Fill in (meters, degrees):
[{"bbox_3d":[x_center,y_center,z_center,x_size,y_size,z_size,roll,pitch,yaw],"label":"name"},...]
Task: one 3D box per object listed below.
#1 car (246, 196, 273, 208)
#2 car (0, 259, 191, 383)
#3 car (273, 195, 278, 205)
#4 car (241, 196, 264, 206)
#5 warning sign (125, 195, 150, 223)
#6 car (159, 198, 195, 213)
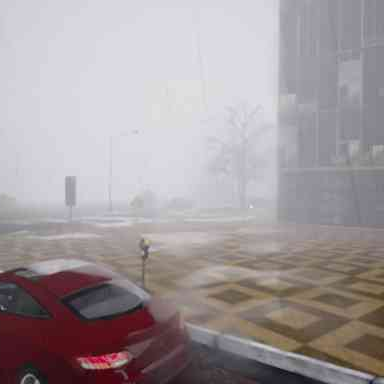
[{"bbox_3d":[9.373,1.465,47.106,1.812,1.442,4.674,1,1,35],"label":"car"},{"bbox_3d":[-1.950,1.580,4.411,4.206,1.307,1.802,0,1,35],"label":"car"},{"bbox_3d":[14.923,1.273,55.287,2.097,1.767,4.553,1,1,34],"label":"car"},{"bbox_3d":[9.634,1.429,52.879,1.812,1.442,4.674,1,1,34],"label":"car"},{"bbox_3d":[-3.799,1.139,23.150,1.300,1.860,1.060,1,1,34],"label":"warning sign"},{"bbox_3d":[-1.597,1.413,36.655,2.128,1.511,4.902,1,1,34],"label":"car"}]
